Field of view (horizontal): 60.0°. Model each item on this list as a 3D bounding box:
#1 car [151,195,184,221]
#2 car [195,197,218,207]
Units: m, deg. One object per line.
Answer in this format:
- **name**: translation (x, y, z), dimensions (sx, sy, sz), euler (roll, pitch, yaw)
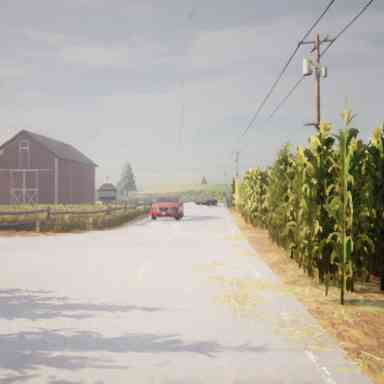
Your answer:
- **car**: translation (-1.902, 1.243, 27.425), dimensions (2.150, 2.045, 5.566), euler (0, 0, 4)
- **car**: translation (2.431, 1.523, 52.788), dimensions (2.033, 1.411, 5.357), euler (0, 0, 27)
